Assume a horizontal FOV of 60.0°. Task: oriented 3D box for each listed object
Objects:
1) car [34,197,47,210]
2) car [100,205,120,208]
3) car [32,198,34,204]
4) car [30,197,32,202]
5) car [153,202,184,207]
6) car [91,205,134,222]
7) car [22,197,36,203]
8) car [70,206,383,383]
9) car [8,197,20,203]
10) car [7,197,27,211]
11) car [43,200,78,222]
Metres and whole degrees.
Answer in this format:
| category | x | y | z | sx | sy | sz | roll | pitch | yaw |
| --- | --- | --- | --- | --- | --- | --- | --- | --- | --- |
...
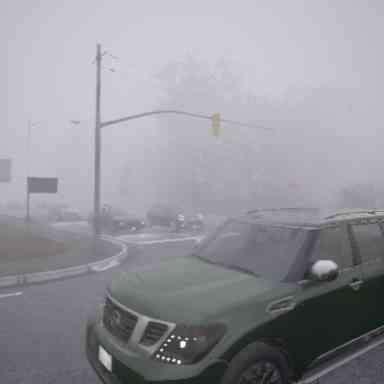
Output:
| category | x | y | z | sx | sy | sz | roll | pitch | yaw |
| --- | --- | --- | --- | --- | --- | --- | --- | --- | --- |
| car | -19.794 | 1.779 | 45.768 | 1.882 | 1.535 | 5.008 | 1 | -1 | -38 |
| car | -4.983 | 1.721 | 21.213 | 2.033 | 1.411 | 5.357 | 1 | -1 | -38 |
| car | -35.087 | 1.961 | 76.607 | 1.882 | 1.535 | 5.008 | 1 | -1 | -38 |
| car | -38.109 | 2.039 | 74.786 | 1.895 | 1.301 | 4.718 | 1 | -1 | -38 |
| car | -1.179 | 1.565 | 22.044 | 2.097 | 1.767 | 4.553 | 1 | -1 | -38 |
| car | -7.196 | 1.842 | 29.684 | 1.895 | 1.301 | 4.718 | 1 | -1 | -38 |
| car | -41.526 | 2.004 | 84.789 | 2.033 | 1.411 | 5.357 | 1 | -1 | -38 |
| car | 1.421 | 1.286 | 4.827 | 5.566 | 2.045 | 2.150 | 1 | -1 | -35 |
| car | -44.298 | 2.025 | 82.651 | 1.895 | 1.301 | 4.718 | 1 | -1 | -38 |
| car | -23.978 | 1.789 | 45.458 | 1.812 | 1.442 | 4.674 | 1 | -1 | -38 |
| car | -11.156 | 1.728 | 29.060 | 1.812 | 1.442 | 4.674 | 1 | -1 | -38 |
